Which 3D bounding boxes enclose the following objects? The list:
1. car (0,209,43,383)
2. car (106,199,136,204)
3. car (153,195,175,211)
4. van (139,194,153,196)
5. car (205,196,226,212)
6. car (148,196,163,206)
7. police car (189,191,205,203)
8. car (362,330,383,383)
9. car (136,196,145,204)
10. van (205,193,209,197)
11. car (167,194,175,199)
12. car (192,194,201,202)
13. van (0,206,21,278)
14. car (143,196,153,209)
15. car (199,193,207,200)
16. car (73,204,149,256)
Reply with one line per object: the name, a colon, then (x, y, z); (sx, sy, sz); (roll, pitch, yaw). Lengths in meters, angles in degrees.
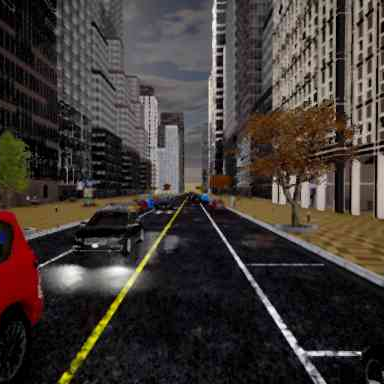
car: (-3.094, 1.213, 2.232); (2.150, 2.045, 5.566); (0, 0, 1)
car: (-5.713, 1.450, 24.276); (2.008, 1.369, 4.403); (-1, 0, 0)
car: (-3.105, 1.412, 38.377); (1.994, 1.385, 4.181); (0, 0, 0)
van: (-5.724, 1.180, 41.150); (1.690, 1.788, 3.998); (-1, 0, 0)
car: (2.663, 1.441, 35.531); (1.802, 1.307, 4.206); (-1, 0, 0)
car: (-5.726, 1.346, 52.401); (1.887, 1.381, 4.507); (-1, 0, 0)
police car: (0.871, 1.199, 61.514); (1.930, 1.638, 5.238); (0, 0, 0)
car: (2.679, 1.558, 1.780); (1.947, 1.339, 4.313); (-1, 0, 0)
car: (-5.716, 1.404, 29.731); (1.752, 1.417, 4.829); (-1, 0, 0)
van: (2.642, 1.092, 69.280); (1.690, 1.788, 3.998); (-1, 0, 0)
car: (-5.745, 1.243, 91.776); (2.008, 1.369, 4.403); (-1, 0, 0)
car: (0.867, 1.250, 71.405); (1.837, 1.490, 4.892); (0, 0, 0)
van: (-5.707, 1.308, 7.400); (1.690, 1.788, 3.998); (-1, 0, 0)
car: (-5.718, 1.403, 35.526); (1.887, 1.381, 4.507); (-1, 0, 0)
car: (2.638, 1.161, 80.530); (1.967, 1.590, 4.097); (-1, 0, 0)
car: (-3.052, 1.448, 12.993); (1.837, 1.490, 4.892); (0, 0, 1)
